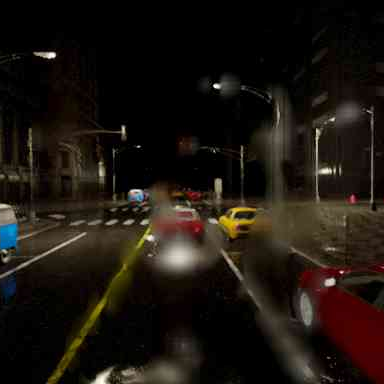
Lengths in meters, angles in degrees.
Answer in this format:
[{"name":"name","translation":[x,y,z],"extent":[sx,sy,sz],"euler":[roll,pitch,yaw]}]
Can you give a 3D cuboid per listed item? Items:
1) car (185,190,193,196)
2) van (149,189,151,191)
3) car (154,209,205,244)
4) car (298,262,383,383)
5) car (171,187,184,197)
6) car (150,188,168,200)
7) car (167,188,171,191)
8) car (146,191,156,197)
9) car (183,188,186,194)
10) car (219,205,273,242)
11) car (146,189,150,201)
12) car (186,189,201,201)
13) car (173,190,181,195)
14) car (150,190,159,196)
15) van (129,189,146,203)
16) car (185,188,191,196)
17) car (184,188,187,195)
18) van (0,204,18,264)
[{"name":"car","translation":[-0.790,0.204,79.953],"extent":[1.887,1.381,4.507],"euler":[-1,1,-3]},{"name":"van","translation":[-8.582,0.351,63.024],"extent":[1.690,1.788,3.998],"euler":[-1,1,-3]},{"name":"car","translation":[-0.534,1.355,14.317],"extent":[1.895,1.301,4.718],"euler":[-1,1,-2]},{"name":"car","translation":[2.649,1.452,3.740],"extent":[1.887,1.381,4.507],"euler":[-1,1,-3]},{"name":"car","translation":[-3.182,0.290,71.504],"extent":[1.882,1.535,5.008],"euler":[-1,1,-3]},{"name":"car","translation":[-5.577,0.558,57.042],"extent":[1.882,1.535,5.008],"euler":[-1,1,-2]},{"name":"car","translation":[-6.224,0.353,72.391],"extent":[2.128,1.511,4.902],"euler":[-1,1,-3]},{"name":"car","translation":[-9.077,0.415,74.066],"extent":[1.802,1.307,4.206],"euler":[-1,1,-3]},{"name":"car","translation":[-0.296,0.358,69.084],"extent":[1.752,1.417,4.829],"euler":[-1,1,-3]},{"name":"car","translation":[2.169,1.252,14.478],"extent":[1.752,1.417,4.829],"euler":[-1,1,-3]},{"name":"car","translation":[-8.082,0.732,51.990],"extent":[1.887,1.381,4.507],"euler":[-1,1,-3]},{"name":"car","translation":[0.465,0.645,52.358],"extent":[1.887,1.381,4.507],"euler":[-1,1,-3]},{"name":"car","translation":[-3.654,0.099,81.941],"extent":[1.895,1.301,4.718],"euler":[-1,1,-3]},{"name":"car","translation":[-9.575,0.208,85.102],"extent":[2.008,1.369,4.403],"euler":[-1,1,-3]},{"name":"van","translation":[-7.835,0.618,46.468],"extent":[1.690,1.788,3.998],"euler":[-1,1,-3]},{"name":"car","translation":[0.214,0.557,57.877],"extent":[1.887,1.381,4.507],"euler":[-1,1,-3]},{"name":"car","translation":[-0.037,0.468,63.395],"extent":[1.887,1.381,4.507],"euler":[-1,1,-3]},{"name":"van","translation":[-6.103,1.247,8.528],"extent":[1.690,1.788,3.998],"euler":[-1,1,-3]}]
